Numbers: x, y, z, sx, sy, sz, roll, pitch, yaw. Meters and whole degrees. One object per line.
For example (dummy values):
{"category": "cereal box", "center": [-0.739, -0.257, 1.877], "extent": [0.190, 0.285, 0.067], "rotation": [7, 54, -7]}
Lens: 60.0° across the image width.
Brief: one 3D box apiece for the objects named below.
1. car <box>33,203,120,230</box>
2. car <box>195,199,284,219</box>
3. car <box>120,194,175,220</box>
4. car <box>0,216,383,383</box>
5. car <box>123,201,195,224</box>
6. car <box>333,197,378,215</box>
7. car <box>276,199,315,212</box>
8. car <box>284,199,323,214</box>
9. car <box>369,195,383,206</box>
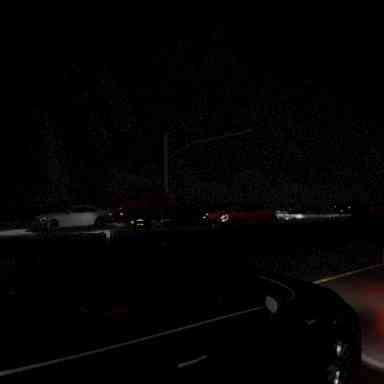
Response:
{"category": "car", "center": [-7.168, 1.517, 20.399], "extent": [4.674, 1.442, 1.812], "rotation": [0, 0, -36]}
{"category": "car", "center": [2.740, 1.332, 18.927], "extent": [4.553, 1.767, 2.097], "rotation": [0, 0, -36]}
{"category": "car", "center": [-3.799, 1.213, 27.157], "extent": [5.566, 2.045, 2.150], "rotation": [0, 0, -36]}
{"category": "car", "center": [-0.128, 1.351, 3.654], "extent": [4.553, 1.767, 2.097], "rotation": [0, 0, -36]}
{"category": "car", "center": [-1.406, 1.492, 20.243], "extent": [4.892, 1.490, 1.837], "rotation": [0, 0, -36]}
{"category": "car", "center": [16.026, 1.492, 32.950], "extent": [4.718, 1.301, 1.895], "rotation": [0, 0, -36]}
{"category": "car", "center": [12.085, 1.489, 38.739], "extent": [4.718, 1.301, 1.895], "rotation": [0, 0, -36]}
{"category": "car", "center": [11.535, 1.433, 34.006], "extent": [4.674, 1.442, 1.812], "rotation": [0, 0, -36]}
{"category": "car", "center": [26.133, 1.364, 44.649], "extent": [4.181, 1.385, 1.994], "rotation": [0, 0, -36]}
